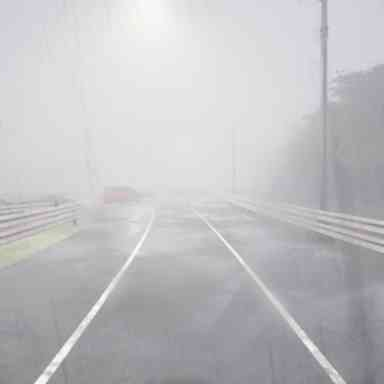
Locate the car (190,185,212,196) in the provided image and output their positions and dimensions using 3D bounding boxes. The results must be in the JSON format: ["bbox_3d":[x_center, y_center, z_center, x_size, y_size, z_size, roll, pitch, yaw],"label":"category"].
[{"bbox_3d":[1.778,-0.068,62.885,1.994,1.385,4.181,0,2,19],"label":"car"}]

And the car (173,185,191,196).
[{"bbox_3d":[-1.871,-0.257,63.067,2.097,1.767,4.553,0,2,19],"label":"car"}]

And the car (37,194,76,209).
[{"bbox_3d":[-13.189,0.892,31.090,2.033,1.411,5.357,0,2,19],"label":"car"}]

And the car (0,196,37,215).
[{"bbox_3d":[-12.887,1.086,21.451,1.882,1.535,5.008,0,2,19],"label":"car"}]

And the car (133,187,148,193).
[{"bbox_3d":[-13.032,-0.537,84.061,1.994,1.385,4.181,0,2,19],"label":"car"}]

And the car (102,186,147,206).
[{"bbox_3d":[-7.539,0.374,36.557,2.150,2.045,5.566,0,2,19],"label":"car"}]

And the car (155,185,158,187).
[{"bbox_3d":[-9.719,-0.730,82.933,2.097,1.767,4.553,0,2,19],"label":"car"}]

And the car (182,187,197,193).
[{"bbox_3d":[-0.495,-0.414,77.502,1.895,1.301,4.718,0,2,19],"label":"car"}]

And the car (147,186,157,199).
[{"bbox_3d":[-7.188,0.318,48.049,1.882,1.535,5.008,0,2,19],"label":"car"}]

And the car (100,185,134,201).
[{"bbox_3d":[-10.805,0.082,48.311,2.150,2.045,5.566,0,2,19],"label":"car"}]

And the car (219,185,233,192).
[{"bbox_3d":[8.416,-0.599,81.773,1.895,1.301,4.718,0,2,19],"label":"car"}]
